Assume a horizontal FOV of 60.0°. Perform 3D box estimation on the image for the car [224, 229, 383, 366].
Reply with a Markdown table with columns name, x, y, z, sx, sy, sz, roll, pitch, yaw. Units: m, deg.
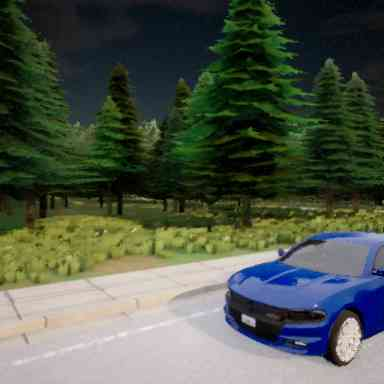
| name | x | y | z | sx | sy | sz | roll | pitch | yaw |
| --- | --- | --- | --- | --- | --- | --- | --- | --- | --- |
| car | 2.808 | 1.491 | 5.987 | 5.008 | 1.535 | 1.882 | 0 | 0 | -35 |
